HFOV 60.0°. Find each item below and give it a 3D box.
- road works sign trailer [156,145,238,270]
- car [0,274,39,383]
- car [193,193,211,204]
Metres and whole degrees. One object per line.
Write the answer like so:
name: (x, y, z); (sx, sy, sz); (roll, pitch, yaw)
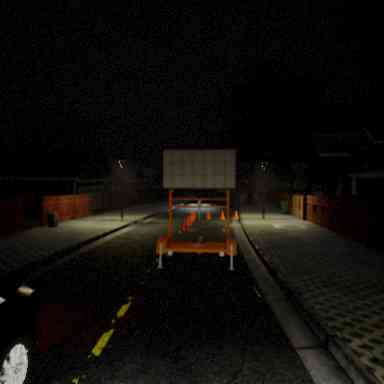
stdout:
road works sign trailer: (0.241, 0.332, 10.618); (2.380, 3.560, 2.880); (0, 1, 6)
car: (-2.759, 1.481, 2.062); (1.837, 1.490, 4.892); (0, 1, 1)
car: (1.312, 0.791, 43.271); (1.895, 1.301, 4.718); (0, 2, 8)
